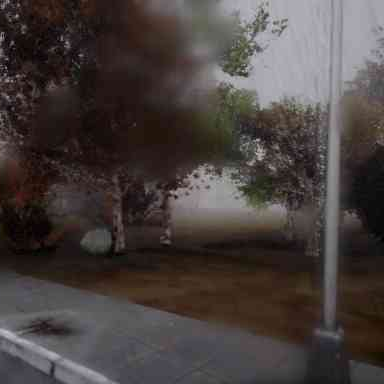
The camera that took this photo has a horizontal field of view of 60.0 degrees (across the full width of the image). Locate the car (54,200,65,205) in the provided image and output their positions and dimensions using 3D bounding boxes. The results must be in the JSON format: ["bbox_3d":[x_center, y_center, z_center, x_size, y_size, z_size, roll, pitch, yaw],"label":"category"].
[{"bbox_3d":[-35.265,2.882,87.700,5.008,1.535,2.097,1,-3,4],"label":"car"}]
